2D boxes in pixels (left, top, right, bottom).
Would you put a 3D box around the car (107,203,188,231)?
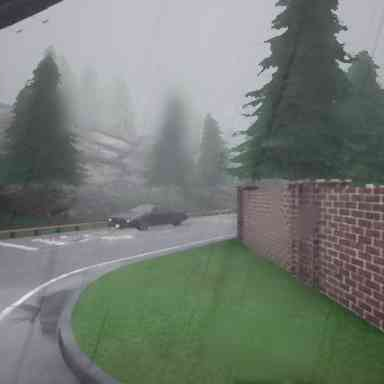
[{"bbox_3d":[-2.349,1.379,19.355,2.033,1.411,5.357,0,0,35],"label":"car"}]
